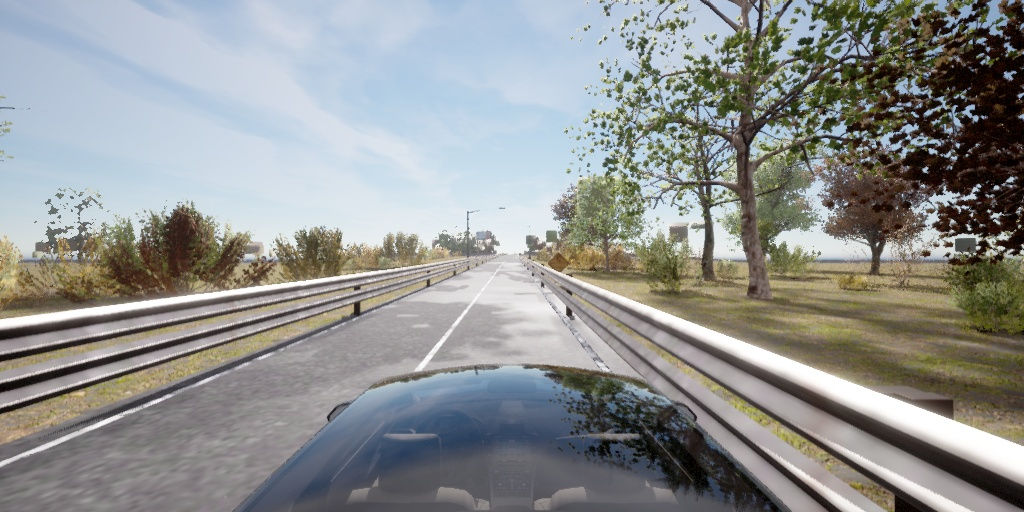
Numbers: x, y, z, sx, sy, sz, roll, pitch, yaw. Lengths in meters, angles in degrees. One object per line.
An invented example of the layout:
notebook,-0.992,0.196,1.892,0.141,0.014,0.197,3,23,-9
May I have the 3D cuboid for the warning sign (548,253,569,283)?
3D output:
warning sign,2.850,0.728,21.754,1.300,1.860,1.060,0,0,0
